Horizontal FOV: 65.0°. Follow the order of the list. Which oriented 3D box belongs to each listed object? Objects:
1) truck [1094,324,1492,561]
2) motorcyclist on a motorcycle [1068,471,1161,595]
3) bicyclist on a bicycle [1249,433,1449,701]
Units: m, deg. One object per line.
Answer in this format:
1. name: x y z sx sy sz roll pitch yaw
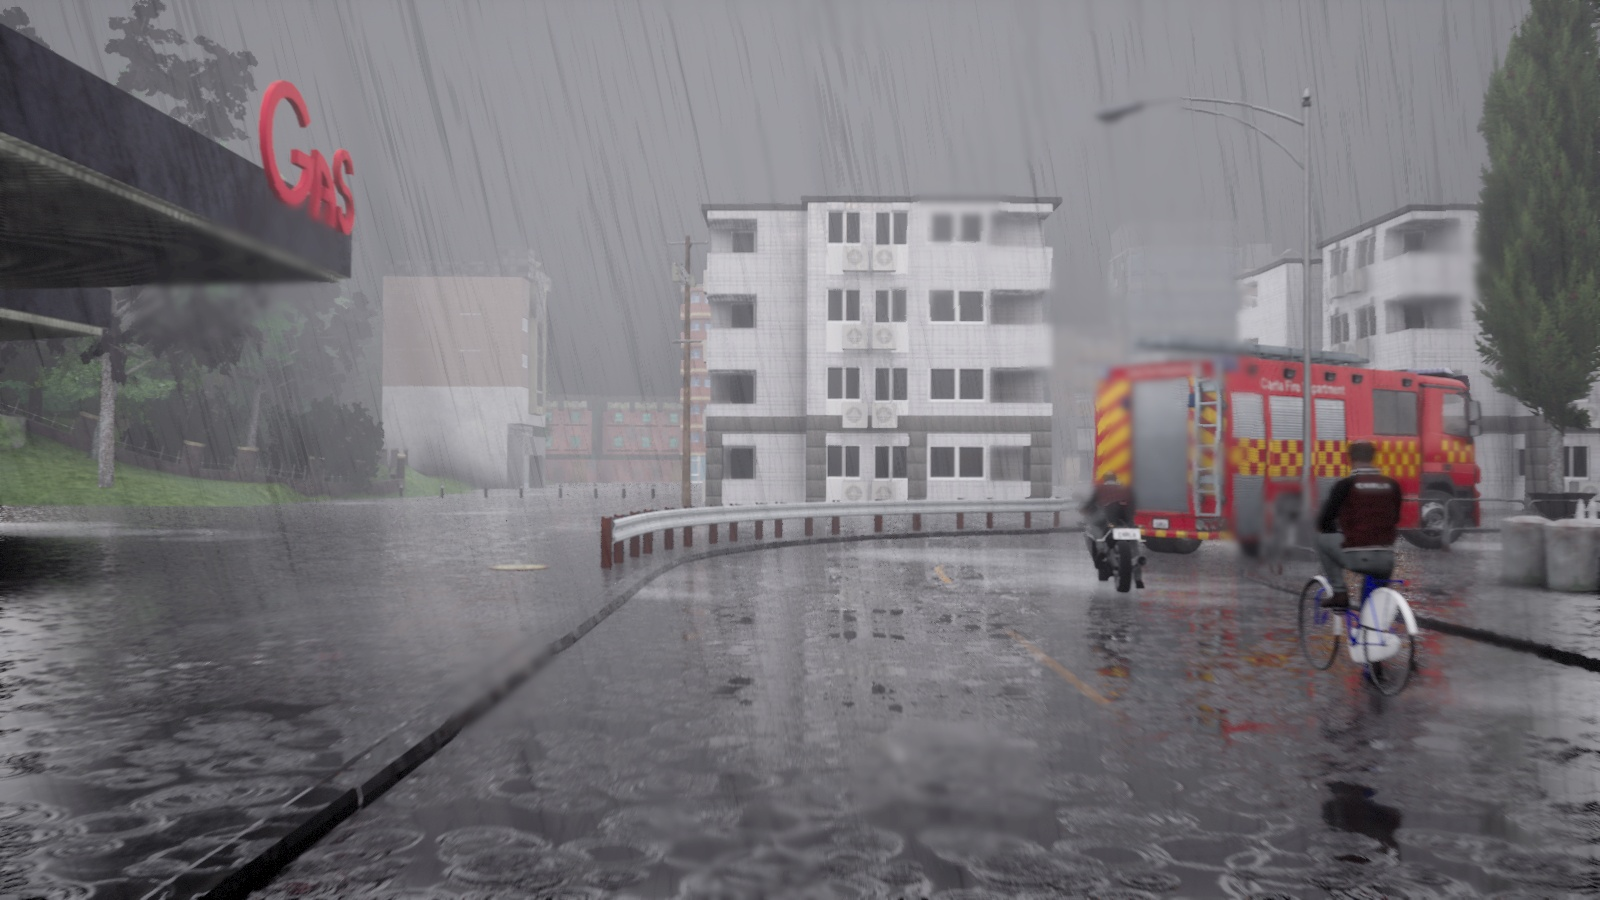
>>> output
1. truck: 9.581 -0.083 23.865 8.468 3.827 2.891 0 -1 -36
2. motorcyclist on a motorcycle: 4.135 1.044 16.669 0.866 1.530 2.191 0 -1 5
3. bicyclist on a bicycle: 3.978 0.784 9.269 0.659 1.776 1.843 0 -1 0
